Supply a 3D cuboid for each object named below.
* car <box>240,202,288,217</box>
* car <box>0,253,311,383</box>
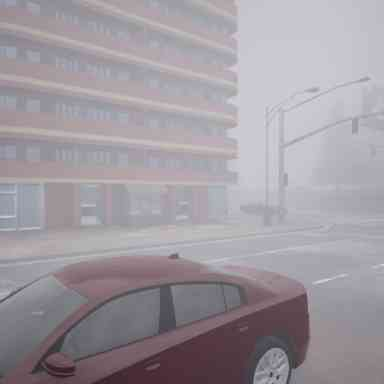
[{"bbox_3d":[6.884,1.601,32.055,1.895,1.301,4.718,0,0,-36],"label":"car"},{"bbox_3d":[-0.881,1.478,3.363,5.008,1.535,1.882,0,0,-36],"label":"car"}]
